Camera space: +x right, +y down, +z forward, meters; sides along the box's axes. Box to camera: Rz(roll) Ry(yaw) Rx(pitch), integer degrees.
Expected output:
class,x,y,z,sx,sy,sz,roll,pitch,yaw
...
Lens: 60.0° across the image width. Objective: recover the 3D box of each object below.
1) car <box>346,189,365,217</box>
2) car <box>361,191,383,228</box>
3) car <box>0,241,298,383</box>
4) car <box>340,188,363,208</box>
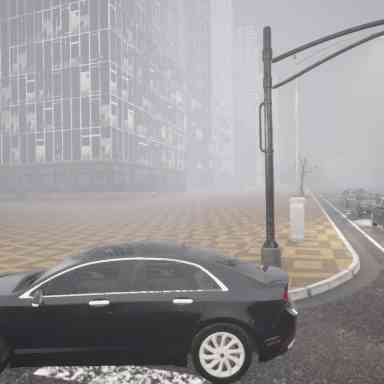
class,x,y,z,sx,sy,sz,roll,pitch,yaw
car,11.122,0.759,20.671,1.994,1.385,4.181,-1,2,17
car,9.065,0.928,14.380,2.128,1.511,4.902,-1,2,18
car,-1.039,1.505,4.758,4.892,1.490,1.837,0,0,0
car,13.125,0.454,26.732,2.128,1.511,4.902,-1,2,18
